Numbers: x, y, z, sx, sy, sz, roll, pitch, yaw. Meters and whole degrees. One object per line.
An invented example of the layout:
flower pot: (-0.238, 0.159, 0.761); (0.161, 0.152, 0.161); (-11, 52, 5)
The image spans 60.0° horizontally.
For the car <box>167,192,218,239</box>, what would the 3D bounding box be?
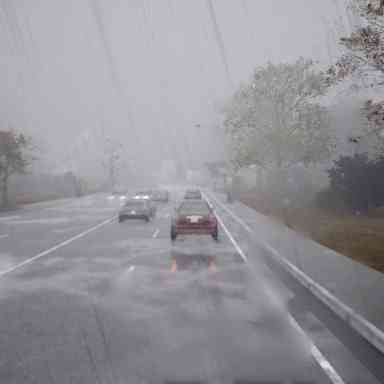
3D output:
car: (0.104, 1.117, 16.232); (2.097, 1.767, 4.553); (0, 3, 0)

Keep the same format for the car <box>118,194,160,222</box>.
car: (-3.471, 1.081, 21.774); (1.994, 1.385, 4.181); (0, 3, 1)

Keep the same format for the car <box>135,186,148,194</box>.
car: (-7.062, -0.133, 48.789); (1.994, 1.385, 4.181); (0, 3, 0)

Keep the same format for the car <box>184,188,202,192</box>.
car: (0.110, 0.299, 37.551); (2.128, 1.511, 4.902); (0, 3, 0)

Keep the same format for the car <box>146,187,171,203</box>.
car: (-3.427, 0.400, 36.564); (2.033, 1.411, 5.357); (0, 3, 0)

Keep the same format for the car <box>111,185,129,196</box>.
car: (-10.560, -0.191, 48.765); (1.837, 1.490, 4.892); (0, 3, 0)
